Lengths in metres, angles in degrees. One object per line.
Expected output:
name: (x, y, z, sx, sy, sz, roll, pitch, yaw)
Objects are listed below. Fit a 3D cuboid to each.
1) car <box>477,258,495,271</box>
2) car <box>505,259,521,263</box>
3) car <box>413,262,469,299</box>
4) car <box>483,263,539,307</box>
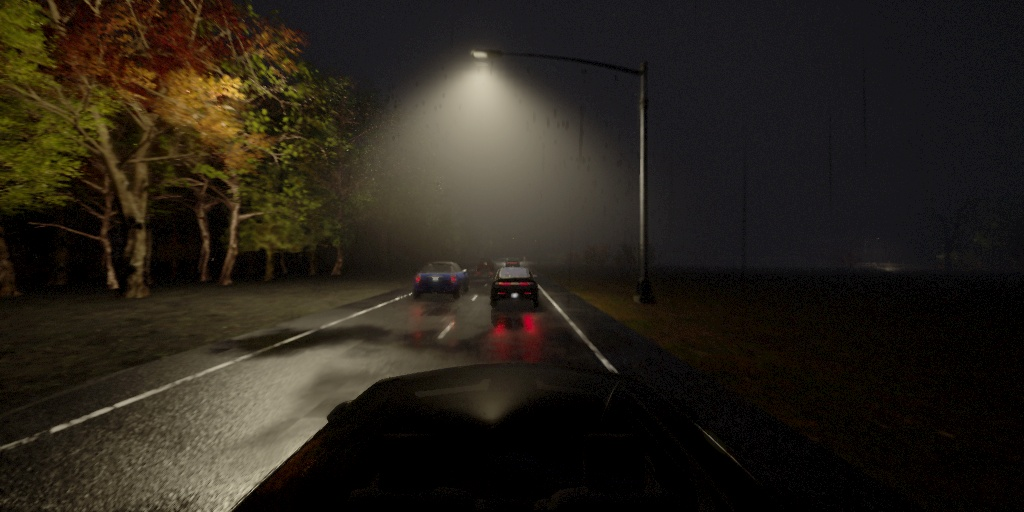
car: (-3.406, 1.009, 47.853, 2.097, 1.767, 4.553, 0, 0, 0)
car: (0.094, 1.149, 47.440, 2.128, 1.511, 4.902, 0, 0, 0)
car: (-3.402, 1.071, 18.047, 2.097, 1.767, 4.553, 0, 0, 0)
car: (0.098, 1.216, 15.395, 2.128, 1.511, 4.902, 0, 0, 0)
